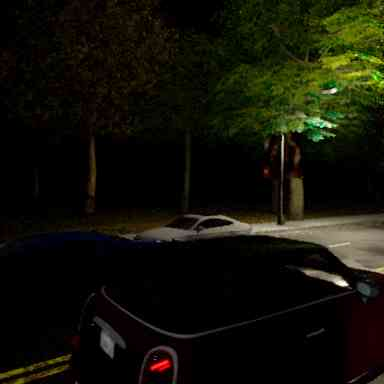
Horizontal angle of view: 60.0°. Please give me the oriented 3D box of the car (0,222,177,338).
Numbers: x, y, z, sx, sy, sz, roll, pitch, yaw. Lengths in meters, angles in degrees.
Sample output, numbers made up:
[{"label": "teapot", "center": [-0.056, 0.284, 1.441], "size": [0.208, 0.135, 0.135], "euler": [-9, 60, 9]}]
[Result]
[{"label": "car", "center": [-2.523, 1.476, 5.877], "size": [5.008, 1.535, 1.882], "euler": [0, 0, -36]}]

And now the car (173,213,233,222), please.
[{"label": "car", "center": [0.194, 1.515, 11.791], "size": [4.674, 1.442, 1.812], "euler": [0, 0, -36]}]

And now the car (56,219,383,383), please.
[{"label": "car", "center": [0.984, 1.347, 4.141], "size": [4.553, 1.767, 2.097], "euler": [0, 0, -35]}]
